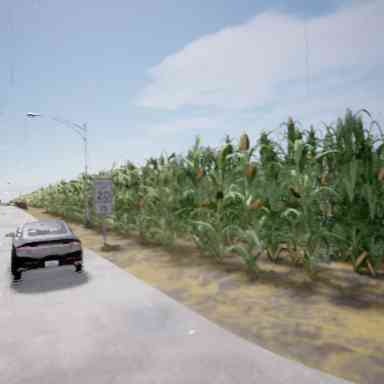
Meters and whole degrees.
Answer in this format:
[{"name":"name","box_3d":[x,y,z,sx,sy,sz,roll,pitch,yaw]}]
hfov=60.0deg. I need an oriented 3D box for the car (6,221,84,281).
[{"name":"car","box_3d":[-4.773,1.679,10.726,2.128,1.511,4.902,-2,0,-28]}]
